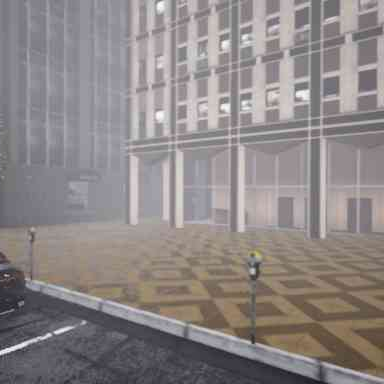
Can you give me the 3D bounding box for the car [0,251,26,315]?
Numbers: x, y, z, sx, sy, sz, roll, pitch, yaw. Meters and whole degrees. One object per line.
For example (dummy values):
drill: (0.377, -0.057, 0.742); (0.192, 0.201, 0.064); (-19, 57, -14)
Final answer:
car: (-4.883, 1.556, 6.353); (4.403, 1.369, 2.008); (0, 0, 36)
